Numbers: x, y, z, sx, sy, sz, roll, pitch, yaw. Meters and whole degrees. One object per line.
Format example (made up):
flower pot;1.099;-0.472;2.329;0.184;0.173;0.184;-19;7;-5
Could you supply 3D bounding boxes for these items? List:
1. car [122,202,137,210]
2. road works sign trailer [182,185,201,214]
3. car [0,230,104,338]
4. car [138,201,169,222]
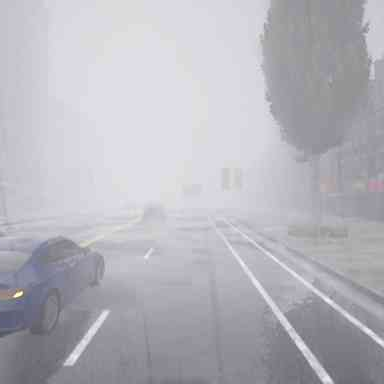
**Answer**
car;-9.825;2.224;53.380;1.994;1.385;4.181;0;-1;0
road works sign trailer;-0.009;0.909;42.051;2.380;3.560;2.880;0;-1;0
car;-3.154;1.563;6.622;1.812;1.442;4.674;0;0;0
car;-3.158;1.765;28.896;1.837;1.490;4.892;0;-1;0
